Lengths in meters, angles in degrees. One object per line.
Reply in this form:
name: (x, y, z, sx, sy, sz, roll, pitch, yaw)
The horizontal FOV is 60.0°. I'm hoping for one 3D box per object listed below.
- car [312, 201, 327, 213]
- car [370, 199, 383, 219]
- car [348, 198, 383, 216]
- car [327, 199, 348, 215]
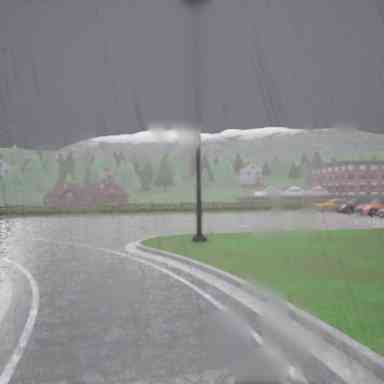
car: (15.813, 1.538, 36.940, 5.008, 1.535, 1.882, -1, 0, -7)
car: (17.191, 1.486, 26.534, 4.674, 1.442, 1.812, -1, 0, -7)
car: (17.064, 1.342, 30.045, 4.553, 1.767, 2.097, -1, 0, -7)
car: (16.576, 1.375, 33.510, 4.553, 1.767, 2.097, -1, 0, -7)
